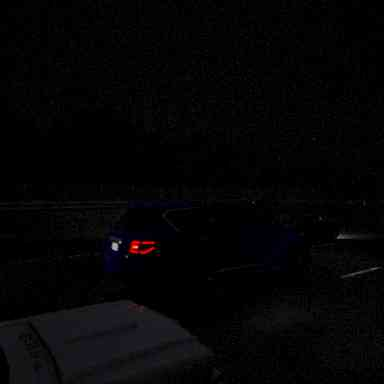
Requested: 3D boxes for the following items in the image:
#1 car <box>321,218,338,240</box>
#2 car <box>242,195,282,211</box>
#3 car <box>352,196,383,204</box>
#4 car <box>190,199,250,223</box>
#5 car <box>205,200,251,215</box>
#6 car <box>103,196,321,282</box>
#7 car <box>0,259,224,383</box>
[{"bbox_3d":[5.203,1.625,16.065,4.181,1.385,1.994,1,0,-36],"label":"car"},{"bbox_3d":[9.547,1.495,45.200,5.566,2.045,2.150,1,-1,-35],"label":"car"},{"bbox_3d":[25.142,1.654,47.649,5.566,2.045,2.150,1,-1,-35],"label":"car"},{"bbox_3d":[2.308,1.446,27.143,4.553,1.767,2.097,1,0,-36],"label":"car"},{"bbox_3d":[4.052,1.646,36.988,5.008,1.535,1.882,1,-1,-35],"label":"car"},{"bbox_3d":[0.593,1.237,8.458,5.566,2.045,2.150,0,0,-35],"label":"car"},{"bbox_3d":[-2.051,1.600,2.406,4.718,1.301,1.895,0,0,-36],"label":"car"}]
